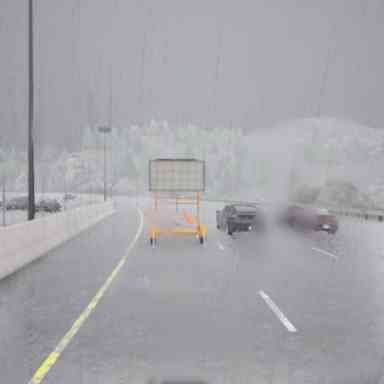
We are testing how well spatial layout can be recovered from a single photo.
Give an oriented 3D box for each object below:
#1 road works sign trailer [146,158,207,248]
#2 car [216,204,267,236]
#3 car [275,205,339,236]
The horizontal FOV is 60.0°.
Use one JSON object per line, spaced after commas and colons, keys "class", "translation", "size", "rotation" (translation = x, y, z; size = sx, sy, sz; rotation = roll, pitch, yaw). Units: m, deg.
{"class": "road works sign trailer", "translation": [-0.658, 0.365, 14.390], "size": [2.380, 3.560, 2.880], "rotation": [0, 0, -7]}
{"class": "car", "translation": [2.472, 1.383, 17.596], "size": [1.837, 1.490, 4.892], "rotation": [0, 0, -6]}
{"class": "car", "translation": [5.973, 1.402, 17.664], "size": [1.812, 1.442, 4.674], "rotation": [0, 0, -6]}
